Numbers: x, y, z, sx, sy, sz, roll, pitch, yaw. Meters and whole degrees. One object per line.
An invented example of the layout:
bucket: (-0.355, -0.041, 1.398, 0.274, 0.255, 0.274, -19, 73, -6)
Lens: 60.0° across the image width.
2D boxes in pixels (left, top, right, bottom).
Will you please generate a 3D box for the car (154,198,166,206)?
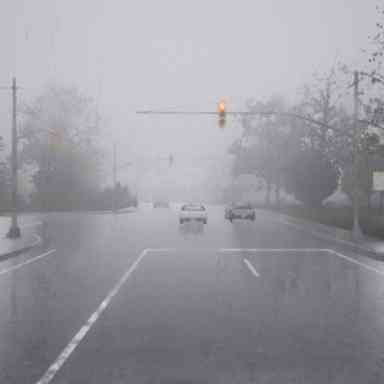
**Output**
car: (-5.974, 1.828, 62.187, 1.837, 1.490, 4.892, 0, 0, -9)

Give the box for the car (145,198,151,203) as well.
car: (-9.532, 2.117, 76.921, 1.882, 1.535, 5.008, 0, -1, -19)

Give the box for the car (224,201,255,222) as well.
car: (3.582, 1.461, 25.425, 2.128, 1.511, 4.902, 0, 0, 0)

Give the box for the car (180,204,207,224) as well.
car: (0.086, 1.571, 24.532, 1.895, 1.301, 4.718, 0, 0, 0)

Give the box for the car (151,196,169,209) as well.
car: (-4.210, 1.402, 46.227, 2.097, 1.767, 4.553, 0, -1, -4)
